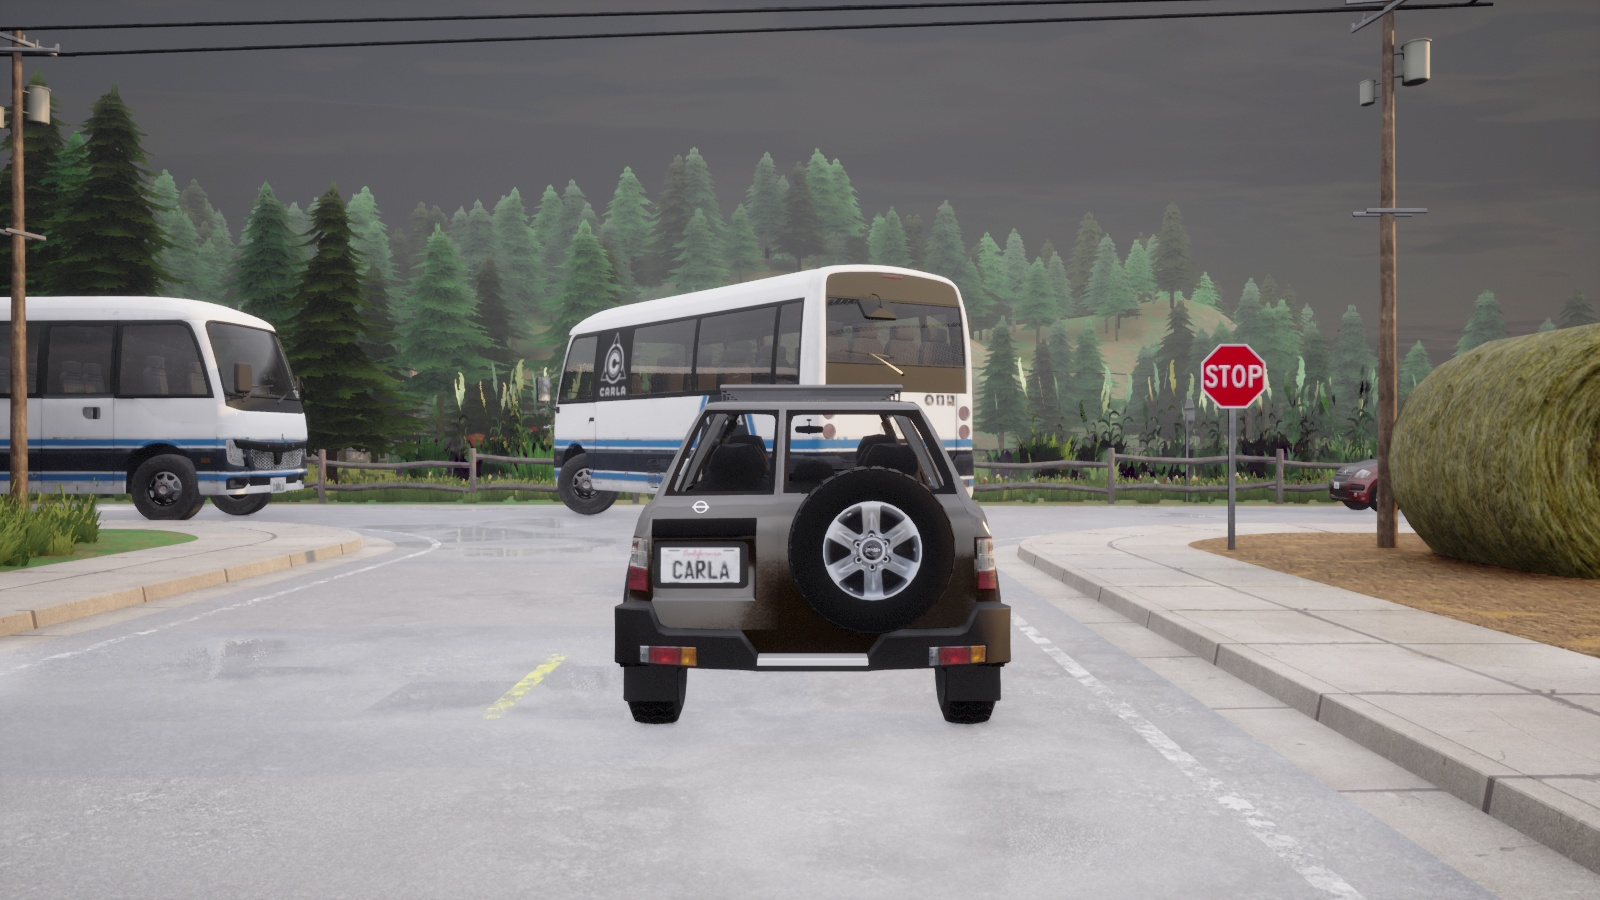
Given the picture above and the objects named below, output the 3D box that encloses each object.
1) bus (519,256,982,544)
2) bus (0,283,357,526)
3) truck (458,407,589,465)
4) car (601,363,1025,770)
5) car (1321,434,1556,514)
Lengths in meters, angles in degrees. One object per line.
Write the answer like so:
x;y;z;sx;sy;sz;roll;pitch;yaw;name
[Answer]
-1.523;-0.787;23.866;3.944;4.253;10.273;0;1;-34;bus
-14.398;-0.813;24.261;10.273;4.253;3.944;0;0;3;bus
-18.617;-0.913;85.020;8.468;3.827;2.891;0;0;-8;truck
0.061;0.518;8.032;1.932;1.855;4.605;0;0;0;car
13.263;0.472;26.275;3.988;1.617;1.851;0;0;3;car
